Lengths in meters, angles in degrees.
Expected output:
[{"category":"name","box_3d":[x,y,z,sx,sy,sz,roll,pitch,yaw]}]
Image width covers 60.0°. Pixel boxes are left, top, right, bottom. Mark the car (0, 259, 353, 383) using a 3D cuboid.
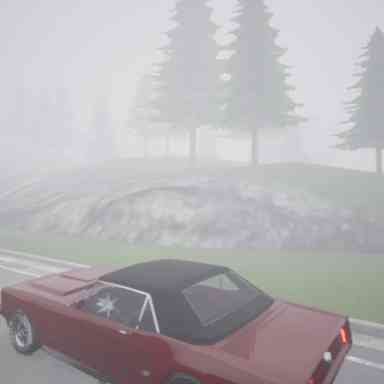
[{"category":"car","box_3d":[-0.601,1.611,4.423,4.718,1.301,1.895,0,0,36]}]
